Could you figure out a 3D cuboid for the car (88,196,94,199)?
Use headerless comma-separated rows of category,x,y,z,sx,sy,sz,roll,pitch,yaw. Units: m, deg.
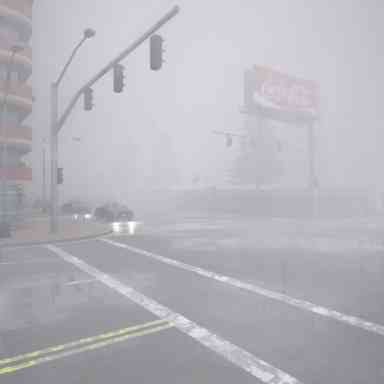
car,-19.973,1.478,64.027,1.882,1.535,5.008,0,0,-36

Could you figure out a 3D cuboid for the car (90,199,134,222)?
car,-6.289,1.564,26.639,1.994,1.385,4.181,0,0,-36

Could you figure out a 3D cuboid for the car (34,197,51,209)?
car,-20.882,1.477,46.994,1.882,1.535,5.008,0,0,-35

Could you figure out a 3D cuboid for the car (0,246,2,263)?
car,-7.247,1.224,7.071,5.566,2.045,2.150,0,0,-32

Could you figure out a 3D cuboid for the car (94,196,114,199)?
car,-14.490,1.505,56.394,1.837,1.490,4.892,0,0,-36

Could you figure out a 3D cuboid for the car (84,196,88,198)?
car,-20.558,1.564,58.844,1.994,1.385,4.181,0,0,-36

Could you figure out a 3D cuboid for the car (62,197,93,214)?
car,-12.094,1.563,34.715,1.994,1.385,4.181,0,0,-36
